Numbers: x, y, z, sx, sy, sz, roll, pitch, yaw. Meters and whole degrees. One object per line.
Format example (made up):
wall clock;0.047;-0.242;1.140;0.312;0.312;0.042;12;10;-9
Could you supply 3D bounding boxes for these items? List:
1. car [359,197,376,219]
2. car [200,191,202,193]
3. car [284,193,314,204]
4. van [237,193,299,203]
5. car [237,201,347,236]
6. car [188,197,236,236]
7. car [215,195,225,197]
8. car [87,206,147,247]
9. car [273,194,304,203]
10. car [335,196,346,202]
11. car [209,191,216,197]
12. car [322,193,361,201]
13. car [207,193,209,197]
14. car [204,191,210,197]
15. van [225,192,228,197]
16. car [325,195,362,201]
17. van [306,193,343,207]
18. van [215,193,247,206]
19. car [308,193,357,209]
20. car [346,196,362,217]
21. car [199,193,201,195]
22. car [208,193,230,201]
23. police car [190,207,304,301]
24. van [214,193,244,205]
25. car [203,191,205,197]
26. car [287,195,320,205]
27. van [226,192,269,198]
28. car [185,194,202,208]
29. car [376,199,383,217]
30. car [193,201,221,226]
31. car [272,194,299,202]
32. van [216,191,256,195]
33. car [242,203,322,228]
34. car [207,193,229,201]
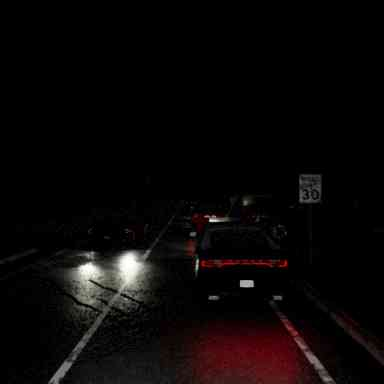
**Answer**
car;18.784;1.454;30.864;5.008;1.535;2.097;0;0;0
car;5.796;0.936;94.594;5.366;1.575;1.946;0;1;0
car;18.777;1.135;58.626;4.553;1.767;2.185;0;1;0
van;5.836;1.237;24.504;4.442;1.987;1.878;0;0;0
car;5.543;1.465;18.898;5.366;1.575;1.946;0;0;0
car;0.971;1.332;18.367;2.097;1.767;4.553;0;0;0
car;5.700;1.408;41.331;4.892;1.521;2.231;0;0;0
car;-3.253;1.464;15.195;1.882;1.535;5.008;0;0;0
car;18.553;1.208;64.177;5.366;1.575;1.946;0;0;0
car;18.751;1.468;36.413;4.792;1.488;2.163;0;0;0
car;5.657;1.112;46.937;5.566;2.045;2.435;0;1;0
car;18.744;1.152;41.969;5.566;2.045;2.435;0;0;0
car;5.660;1.279;60.956;4.674;1.452;2.002;0;1;0
car;5.630;0.963;63.757;5.566;2.045;2.435;0;1;0
van;5.823;1.222;32.916;4.442;1.987;1.878;0;0;0
car;18.805;1.451;39.196;4.792;1.488;2.163;0;0;0
van;18.880;1.134;47.523;4.442;1.987;1.878;0;1;0
van;5.797;1.113;49.741;4.442;1.987;1.878;0;1;0
car;18.796;1.133;44.746;5.566;2.045;2.435;0;1;0
car;18.970;1.443;33.642;5.366;1.575;1.946;0;0;0
car;-0.011;1.274;58.225;2.128;1.511;4.902;0;0;0
car;5.619;1.038;69.364;4.553;1.767;2.185;0;1;0
police car;0.973;1.420;8.495;1.930;1.638;5.238;0;0;0
van;5.793;1.088;52.544;4.442;1.987;1.878;0;1;0
car;5.626;0.938;66.560;5.566;2.045;2.435;0;1;0
car;18.722;1.315;55.850;4.792;1.488;2.163;0;1;0
van;5.594;1.229;30.114;4.442;1.987;1.878;0;0;0
car;0.007;1.421;45.079;2.033;1.411;5.357;0;0;1
car;18.788;1.461;28.086;4.892;1.521;2.231;0;0;0
car;0.971;1.472;24.406;1.837;1.490;4.892;0;0;0
car;18.739;1.188;66.954;4.892;1.521;2.231;0;1;0
van;5.806;1.162;44.137;4.442;1.987;1.878;0;0;0
car;5.727;1.505;21.701;4.674;1.452;2.002;0;0;0
car;5.614;1.013;72.167;4.553;1.767;2.185;0;1;0
